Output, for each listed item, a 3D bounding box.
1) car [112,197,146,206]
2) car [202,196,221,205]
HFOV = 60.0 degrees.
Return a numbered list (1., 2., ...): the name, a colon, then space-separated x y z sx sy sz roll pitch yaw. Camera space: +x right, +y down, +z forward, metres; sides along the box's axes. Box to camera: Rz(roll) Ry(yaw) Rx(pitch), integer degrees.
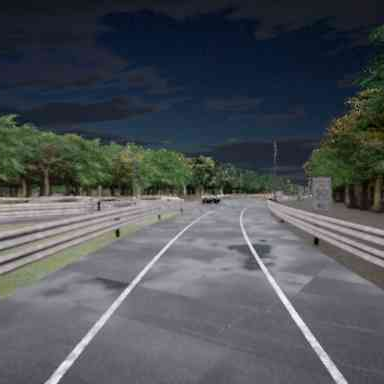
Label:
1. car: -7.427 1.398 39.889 2.128 1.511 4.902 1 0 30
2. car: 3.557 1.464 59.741 1.882 1.535 5.008 1 0 28
